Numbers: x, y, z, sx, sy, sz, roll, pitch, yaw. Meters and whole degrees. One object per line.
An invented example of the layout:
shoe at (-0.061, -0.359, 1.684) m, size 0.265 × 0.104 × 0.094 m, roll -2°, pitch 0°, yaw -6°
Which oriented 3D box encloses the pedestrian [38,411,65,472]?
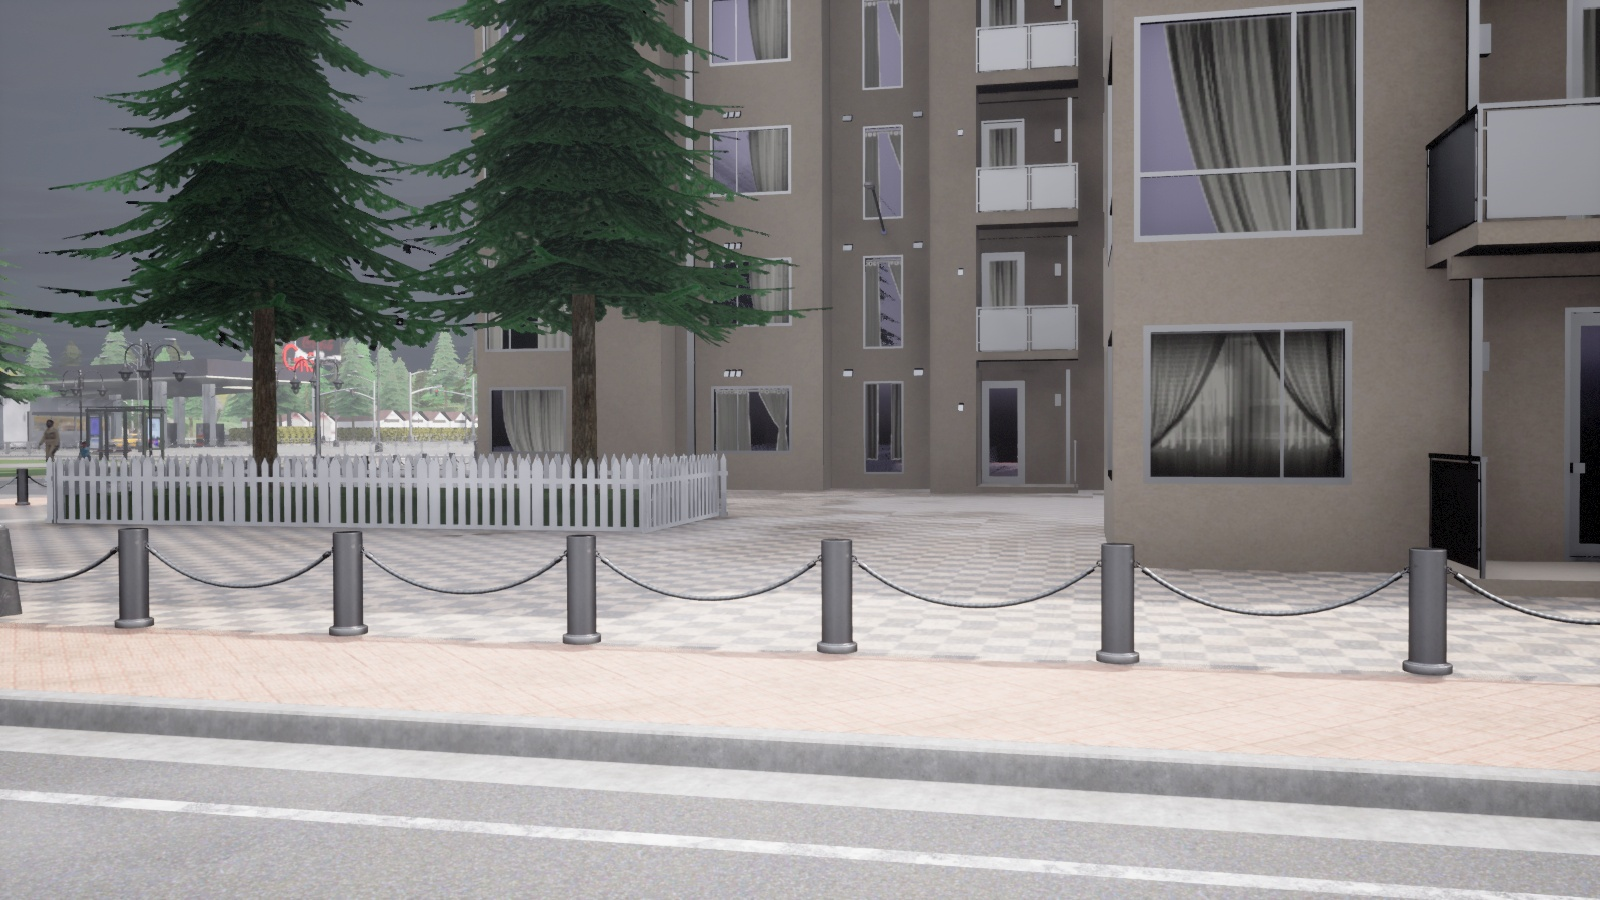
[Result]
pedestrian at (-23.915, -0.260, 40.124) m, size 0.396 × 1.930 × 0.692 m, roll 0°, pitch 1°, yaw 10°
